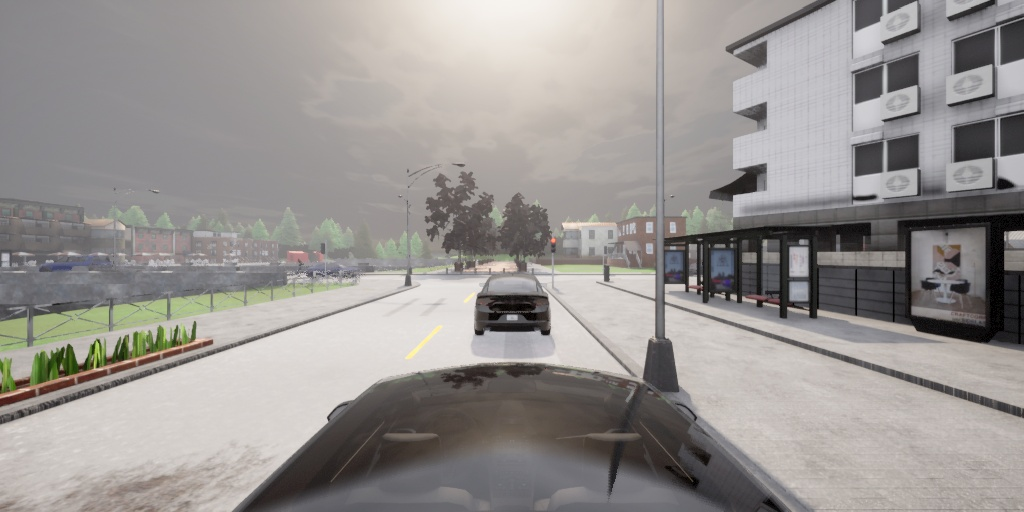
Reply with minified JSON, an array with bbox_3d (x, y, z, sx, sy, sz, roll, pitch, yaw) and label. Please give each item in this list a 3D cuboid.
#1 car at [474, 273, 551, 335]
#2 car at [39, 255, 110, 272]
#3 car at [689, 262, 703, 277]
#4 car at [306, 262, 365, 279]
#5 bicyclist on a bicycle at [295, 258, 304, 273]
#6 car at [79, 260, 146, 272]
[{"bbox_3d":[0.025,1.228,10.502,1.882,1.535,5.008,0,0,0],"label":"car"},{"bbox_3d":[-42.686,0.971,35.231,5.566,2.045,2.150,0,0,0],"label":"car"},{"bbox_3d":[18.419,1.314,35.414,4.181,1.385,1.994,0,0,0],"label":"car"},{"bbox_3d":[-15.295,1.276,31.182,4.674,1.442,1.812,0,0,0],"label":"car"},{"bbox_3d":[-23.462,1.099,39.554,0.582,1.620,1.656,0,0,0],"label":"bicyclist on a bicycle"},{"bbox_3d":[-34.097,1.314,31.147,4.181,1.385,1.994,0,0,0],"label":"car"}]
